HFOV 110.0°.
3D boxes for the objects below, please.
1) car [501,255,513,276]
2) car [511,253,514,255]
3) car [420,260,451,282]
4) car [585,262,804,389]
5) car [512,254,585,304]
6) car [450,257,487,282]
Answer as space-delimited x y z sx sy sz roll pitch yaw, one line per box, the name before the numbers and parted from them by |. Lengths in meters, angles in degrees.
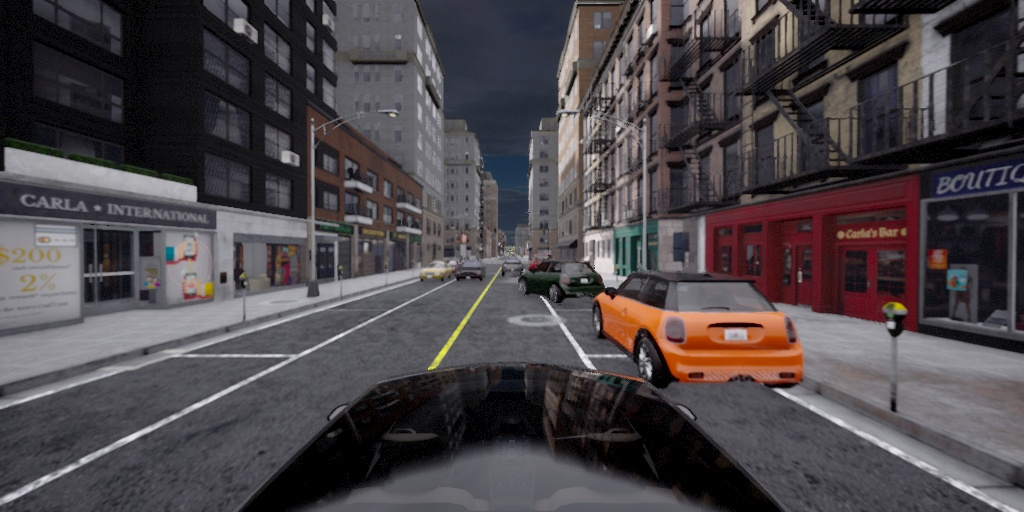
car | 0.071 0.900 31.400 2.128 1.511 4.902 0 1 0
car | 0.084 0.724 47.930 2.128 1.511 4.902 0 1 0
car | -5.389 0.994 25.825 1.751 1.417 4.829 0 0 0
car | 2.987 1.042 6.913 2.097 1.767 4.553 0 1 0
car | 1.959 0.939 15.611 2.097 1.767 4.553 0 1 -22
car | -2.851 1.015 26.050 2.033 1.411 5.357 0 1 0
